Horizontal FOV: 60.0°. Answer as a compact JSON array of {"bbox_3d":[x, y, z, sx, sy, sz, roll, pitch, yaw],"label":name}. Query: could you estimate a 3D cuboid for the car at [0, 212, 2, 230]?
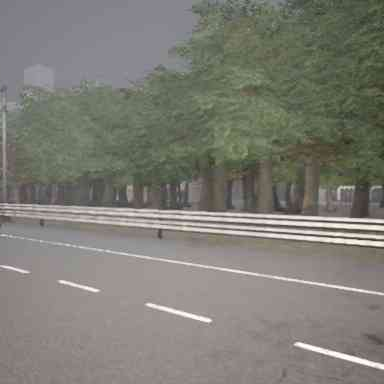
[{"bbox_3d":[-11.603,1.228,16.460,5.566,2.045,2.150,0,0,36],"label":"car"}]
